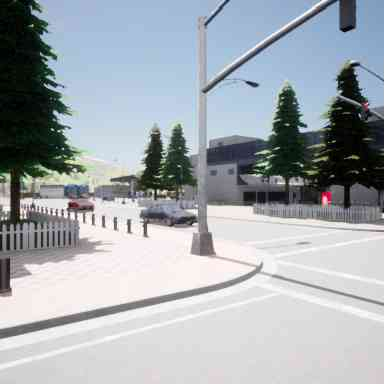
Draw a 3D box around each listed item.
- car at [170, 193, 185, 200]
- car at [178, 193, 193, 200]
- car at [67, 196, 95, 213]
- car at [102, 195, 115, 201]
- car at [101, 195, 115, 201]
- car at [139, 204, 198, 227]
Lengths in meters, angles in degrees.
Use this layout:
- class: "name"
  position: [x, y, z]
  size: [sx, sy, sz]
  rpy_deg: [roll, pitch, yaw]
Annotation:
- class: "car"
  position: [-3.866, 1.112, 85.958]
  size: [1.932, 1.855, 4.605]
  rpy_deg: [0, 0, -37]
- class: "car"
  position: [-1.776, 1.092, 88.018]
  size: [1.905, 1.878, 3.866]
  rpy_deg: [0, 0, -37]
- class: "car"
  position: [-12.645, 1.493, 37.723]
  size: [1.882, 1.535, 5.008]
  rpy_deg: [0, 0, -37]
- class: "car"
  position: [-18.887, 1.389, 75.015]
  size: [1.845, 1.501, 3.633]
  rpy_deg: [0, 0, -37]
- class: "car"
  position: [-20.905, 1.399, 82.753]
  size: [1.970, 1.475, 3.806]
  rpy_deg: [0, 0, -37]
- class: "car"
  position: [-1.789, 1.563, 23.252]
  size: [2.033, 1.411, 5.357]
  rpy_deg: [0, 0, -37]
